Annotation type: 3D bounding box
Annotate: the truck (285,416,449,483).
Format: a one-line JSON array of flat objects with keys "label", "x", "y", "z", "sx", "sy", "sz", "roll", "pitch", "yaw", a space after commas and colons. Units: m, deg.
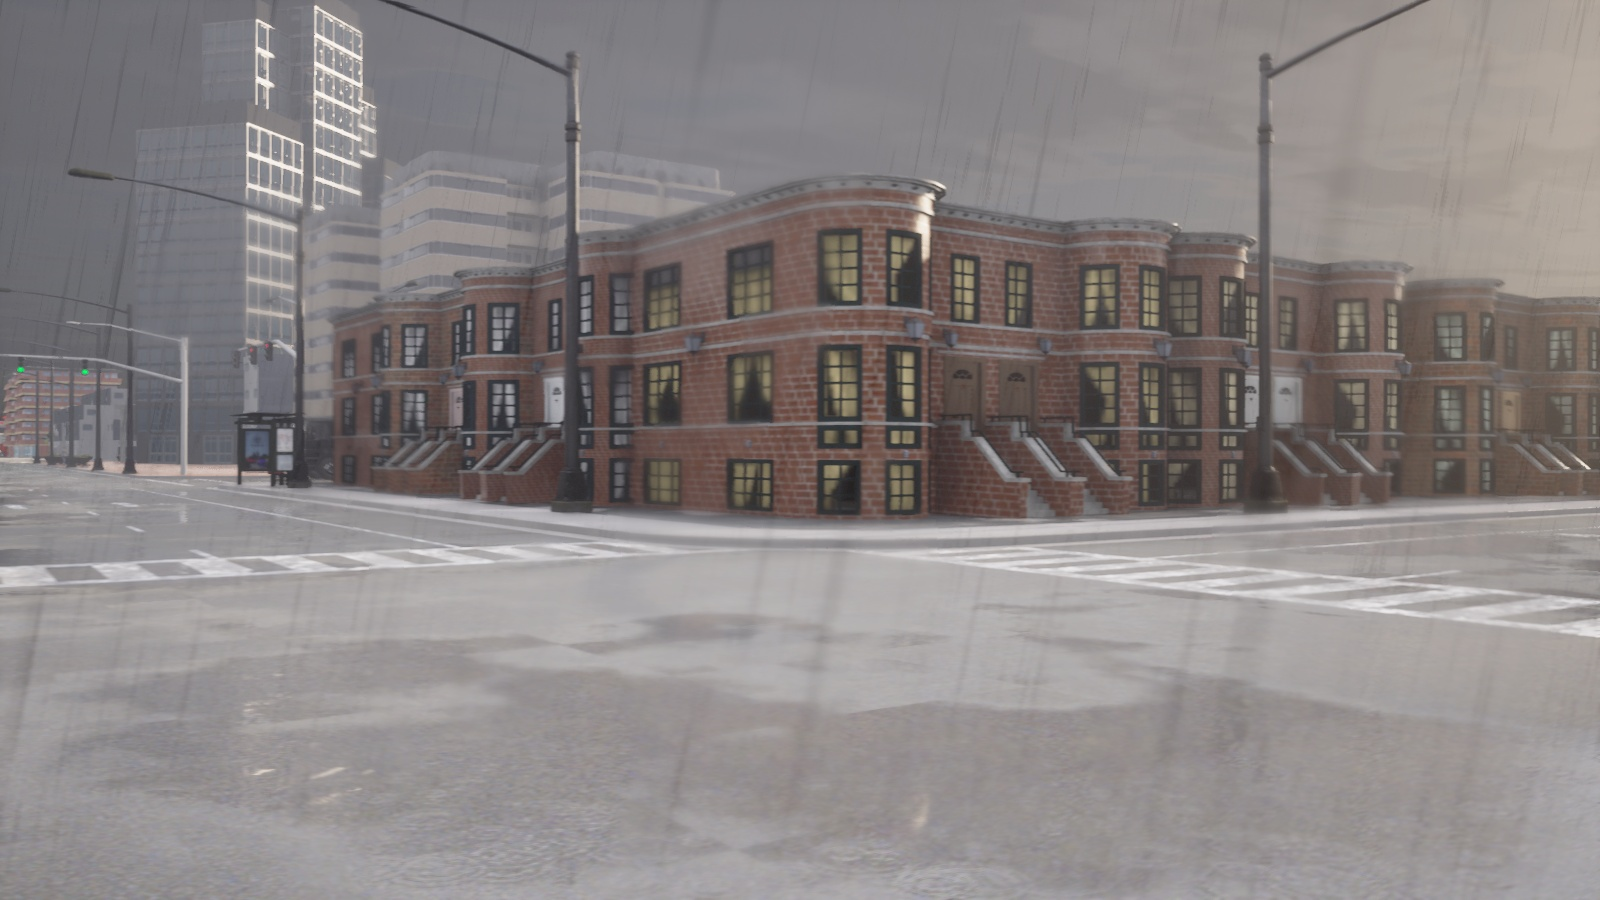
[{"label": "truck", "x": -23.421, "y": -0.021, "z": 68.115, "sx": 7.936, "sy": 3.462, "sz": 2.891, "roll": 0, "pitch": 0, "yaw": -35}]
